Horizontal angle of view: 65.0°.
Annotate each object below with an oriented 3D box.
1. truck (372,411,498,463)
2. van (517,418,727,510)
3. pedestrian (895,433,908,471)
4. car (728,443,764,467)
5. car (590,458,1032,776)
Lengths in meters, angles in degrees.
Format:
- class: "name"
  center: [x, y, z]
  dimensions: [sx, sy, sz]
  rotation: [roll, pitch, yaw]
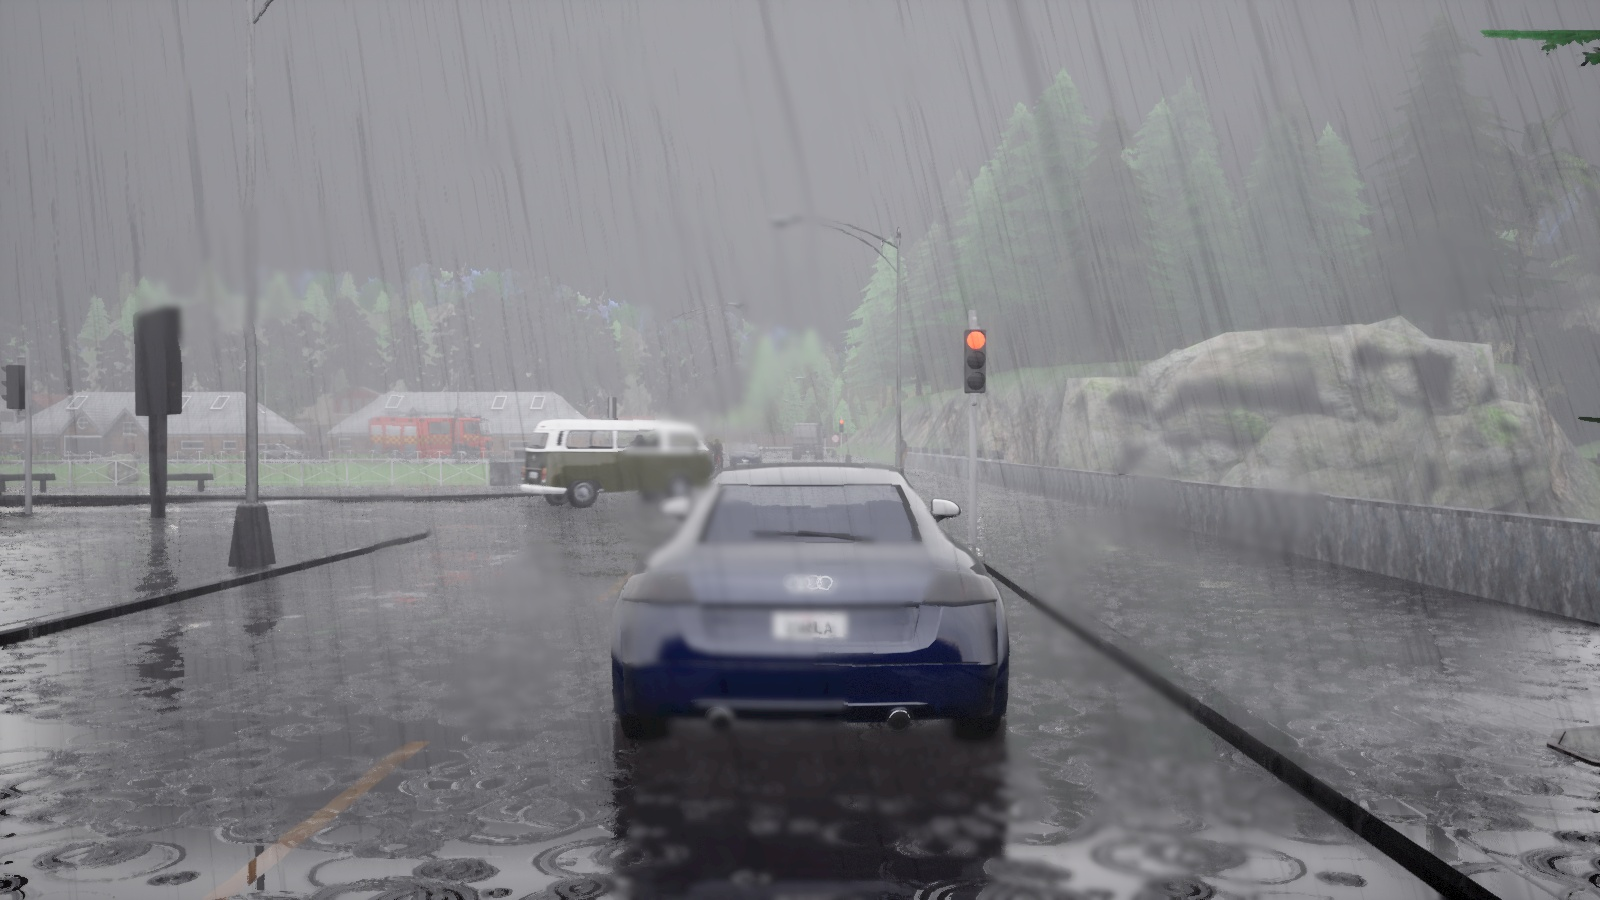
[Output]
- class: "truck"
  center: [-26.984, -0.966, 93.129]
  dimensions: [8.468, 3.827, 2.891]
  rotation: [0, 0, 0]
- class: "van"
  center: [-4.198, 0.297, 29.838]
  dimensions: [4.480, 2.038, 2.069]
  rotation: [0, 1, -32]
- class: "pedestrian"
  center: [5.023, 0.110, 62.105]
  dimensions: [0.540, 1.848, 0.694]
  rotation: [0, 0, -2]
- class: "car"
  center: [-3.455, 0.284, 81.461]
  dimensions: [2.163, 1.488, 4.792]
  rotation: [0, 0, -1]
- class: "car"
  center: [0.066, 0.767, 7.763]
  dimensions: [1.994, 1.385, 4.181]
  rotation: [0, 0, 1]
